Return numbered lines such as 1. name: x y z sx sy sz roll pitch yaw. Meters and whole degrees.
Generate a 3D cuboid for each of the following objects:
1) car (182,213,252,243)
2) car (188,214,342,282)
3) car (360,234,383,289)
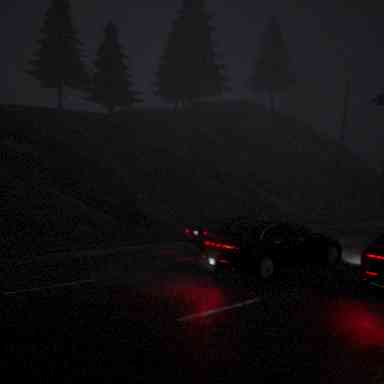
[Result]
1. car: 2.202 1.589 13.960 5.357 1.411 2.033 0 0 -35
2. car: 2.500 1.537 9.891 4.892 1.490 1.837 0 0 -35
3. car: 5.997 1.546 8.072 4.892 1.490 1.837 0 0 -35
